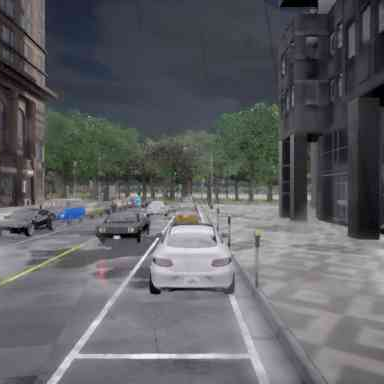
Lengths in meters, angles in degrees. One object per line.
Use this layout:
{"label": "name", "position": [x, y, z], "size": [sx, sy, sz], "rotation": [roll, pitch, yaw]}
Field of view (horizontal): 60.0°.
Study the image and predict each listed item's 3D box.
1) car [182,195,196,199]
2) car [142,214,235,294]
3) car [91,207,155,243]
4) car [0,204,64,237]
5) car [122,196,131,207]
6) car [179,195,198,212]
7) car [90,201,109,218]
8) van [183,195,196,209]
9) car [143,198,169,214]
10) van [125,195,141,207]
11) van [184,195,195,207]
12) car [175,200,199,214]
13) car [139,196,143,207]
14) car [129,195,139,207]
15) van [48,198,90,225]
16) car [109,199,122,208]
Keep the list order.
{"label": "car", "position": [-0.384, 1.446, 34.448], "size": [1.967, 1.590, 4.097], "rotation": [0, 0, 0]}
{"label": "car", "position": [0.003, 1.525, 8.650], "size": [1.812, 1.442, 4.674], "rotation": [0, 0, 0]}
{"label": "car", "position": [-3.145, 1.618, 16.175], "size": [1.895, 1.301, 4.718], "rotation": [0, 0, 0]}
{"label": "car", "position": [-8.909, 1.567, 18.136], "size": [1.947, 1.339, 4.313], "rotation": [0, 0, 0]}
{"label": "car", "position": [-8.909, 1.534, 39.716], "size": [1.752, 1.417, 4.829], "rotation": [0, 0, 0]}
{"label": "car", "position": [-0.384, 1.323, 39.886], "size": [2.192, 1.841, 5.009], "rotation": [0, 0, 0]}
{"label": "car", "position": [-8.909, 1.529, 28.841], "size": [1.752, 1.417, 4.829], "rotation": [0, 0, 0]}
{"label": "van", "position": [-0.384, 1.352, 45.324], "size": [1.690, 1.788, 3.998], "rotation": [0, 0, 0]}
{"label": "car", "position": [-3.145, 1.539, 31.145], "size": [1.812, 1.442, 4.674], "rotation": [0, 0, 0]}
{"label": "van", "position": [-8.910, 1.355, 50.762], "size": [1.690, 1.788, 3.998], "rotation": [0, 0, 0]}
{"label": "van", "position": [-0.384, 1.355, 50.761], "size": [1.690, 1.788, 3.998], "rotation": [0, 0, 0]}
{"label": "car", "position": [-0.384, 1.528, 23.743], "size": [1.752, 1.417, 4.829], "rotation": [0, 0, 0]}
{"label": "car", "position": [-6.145, 1.613, 48.146], "size": [1.994, 1.385, 4.181], "rotation": [0, 0, 0]}
{"label": "car", "position": [-8.910, 1.451, 45.324], "size": [1.967, 1.590, 4.097], "rotation": [0, 0, 0]}
{"label": "van", "position": [-8.909, 1.343, 23.573], "size": [1.690, 1.788, 3.998], "rotation": [0, 0, 0]}
{"label": "car", "position": [-8.909, 1.572, 34.448], "size": [1.947, 1.339, 4.313], "rotation": [0, 0, 0]}
